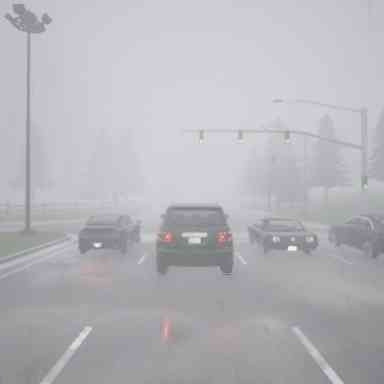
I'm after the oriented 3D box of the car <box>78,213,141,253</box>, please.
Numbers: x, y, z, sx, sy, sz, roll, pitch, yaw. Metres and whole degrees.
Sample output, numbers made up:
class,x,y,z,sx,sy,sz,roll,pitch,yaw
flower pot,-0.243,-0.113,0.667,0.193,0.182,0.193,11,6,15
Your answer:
class,x,y,z,sx,sy,sz,roll,pitch,yaw
car,-3.406,1.657,14.429,1.837,1.490,4.892,0,0,0

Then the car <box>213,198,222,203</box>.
class,x,y,z,sx,sy,sz,roll,pitch,yaw
car,6.997,2.324,90.961,1.994,1.385,4.181,0,-1,0

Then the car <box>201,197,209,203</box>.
class,x,y,z,sx,sy,sz,roll,pitch,yaw
car,3.497,2.250,90.962,1.882,1.535,5.008,0,-1,0

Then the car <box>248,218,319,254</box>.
class,x,y,z,sx,sy,sz,roll,pitch,yaw
car,3.593,1.748,14.106,1.895,1.301,4.718,0,-1,0

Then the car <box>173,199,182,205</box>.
class,x,y,z,sx,sy,sz,roll,pitch,yaw
car,-3.503,2.363,80.540,2.033,1.411,5.357,0,-1,0

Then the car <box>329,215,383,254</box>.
class,x,y,z,sx,sy,sz,roll,pitch,yaw
car,7.092,1.628,13.091,2.128,1.511,4.902,0,-1,0

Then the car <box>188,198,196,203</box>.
class,x,y,z,sx,sy,sz,roll,pitch,yaw
car,-0.003,2.297,90.961,2.128,1.511,4.902,0,-1,0

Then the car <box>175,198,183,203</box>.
class,x,y,z,sx,sy,sz,roll,pitch,yaw
car,-3.503,2.311,90.961,2.033,1.411,5.357,0,-1,0

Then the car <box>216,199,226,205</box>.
class,x,y,z,sx,sy,sz,roll,pitch,yaw
car,6.997,2.380,80.923,1.994,1.385,4.181,0,-1,0

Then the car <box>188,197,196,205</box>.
class,x,y,z,sx,sy,sz,roll,pitch,yaw
car,-0.003,2.183,80.928,2.097,1.767,4.553,0,-1,0

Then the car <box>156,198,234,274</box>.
class,x,y,z,sx,sy,sz,roll,pitch,yaw
car,0.088,1.340,11.137,2.150,2.045,5.566,0,0,0

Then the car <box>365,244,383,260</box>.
class,x,y,z,sx,sy,sz,roll,pitch,yaw
car,3.600,1.517,2.337,2.128,1.511,4.902,0,-1,0

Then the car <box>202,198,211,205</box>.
class,x,y,z,sx,sy,sz,roll,pitch,yaw
car,3.497,2.349,80.540,2.128,1.511,4.902,0,-1,0
